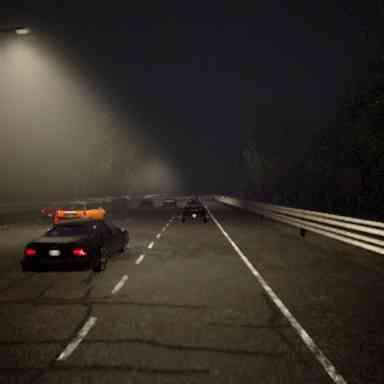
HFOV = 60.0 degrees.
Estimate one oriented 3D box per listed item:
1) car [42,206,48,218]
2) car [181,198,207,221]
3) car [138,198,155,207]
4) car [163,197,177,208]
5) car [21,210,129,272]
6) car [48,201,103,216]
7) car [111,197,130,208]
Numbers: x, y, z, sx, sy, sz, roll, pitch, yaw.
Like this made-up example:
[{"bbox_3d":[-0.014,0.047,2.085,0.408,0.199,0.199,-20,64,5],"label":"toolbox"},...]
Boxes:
[{"bbox_3d":[-10.320,1.528,26.546,1.812,1.442,4.674,0,0,0],"label":"car"},{"bbox_3d":[0.182,1.505,26.892,1.837,1.490,4.892,0,-1,0],"label":"car"},{"bbox_3d":[-6.682,1.609,49.481,1.895,1.301,4.718,0,0,0],"label":"car"},{"bbox_3d":[-3.189,1.501,49.042,2.128,1.511,4.902,0,0,0],"label":"car"},{"bbox_3d":[-3.385,1.548,10.705,2.033,1.411,5.357,0,0,0],"label":"car"},{"bbox_3d":[-6.847,1.354,20.894,2.097,1.767,4.553,0,0,0],"label":"car"},{"bbox_3d":[-10.195,1.484,47.732,1.882,1.535,5.008,0,0,0],"label":"car"}]
